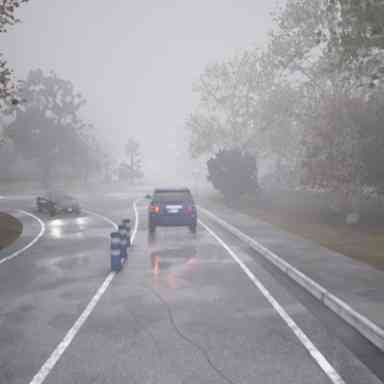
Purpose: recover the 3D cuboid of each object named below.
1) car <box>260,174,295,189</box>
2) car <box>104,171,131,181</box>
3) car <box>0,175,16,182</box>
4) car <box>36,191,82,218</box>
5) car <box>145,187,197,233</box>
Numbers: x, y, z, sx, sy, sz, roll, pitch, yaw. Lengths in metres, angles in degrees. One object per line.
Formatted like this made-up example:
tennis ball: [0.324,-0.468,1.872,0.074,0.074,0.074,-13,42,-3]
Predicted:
car: [12.895,-1.527,49.520,5.566,2.045,2.150,3,4,-6]
car: [-15.766,-3.324,70.166,5.566,2.045,2.150,0,5,3]
car: [-36.343,-2.531,63.585,1.895,1.301,4.718,3,5,31]
car: [-8.924,0.726,22.126,1.837,1.490,4.892,-3,5,-38]
car: [-1.095,0.741,16.576,2.150,2.045,5.566,-1,3,-7]
